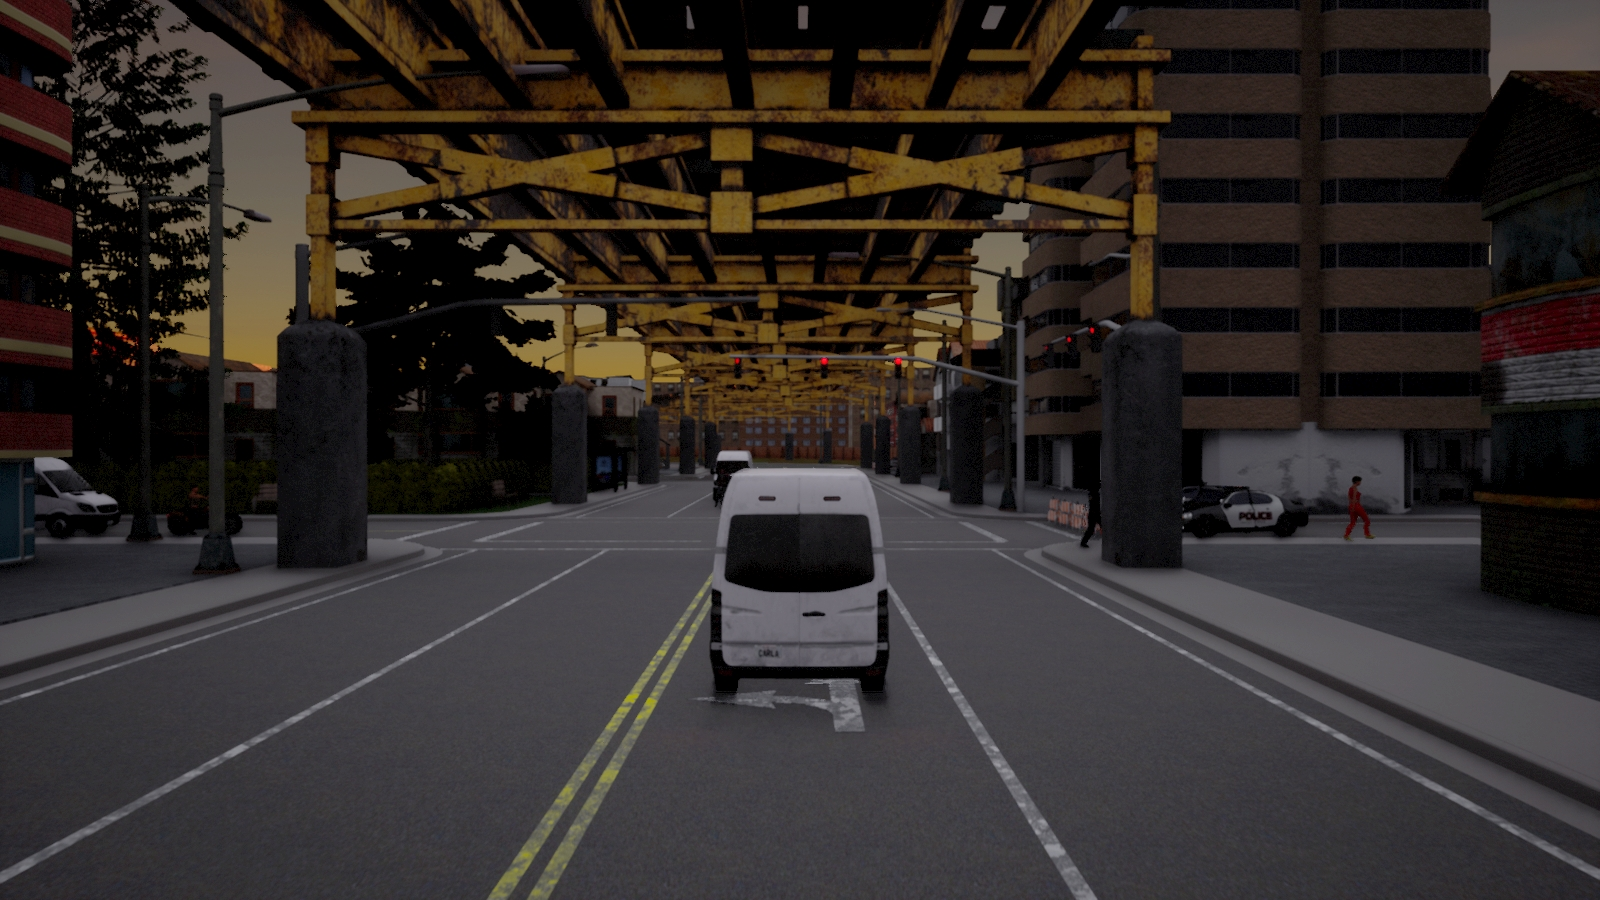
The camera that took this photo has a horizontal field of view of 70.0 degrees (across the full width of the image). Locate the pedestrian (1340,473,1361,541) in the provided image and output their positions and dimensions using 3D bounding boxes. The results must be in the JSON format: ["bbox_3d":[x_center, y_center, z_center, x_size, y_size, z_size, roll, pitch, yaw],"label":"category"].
[{"bbox_3d":[15.296,1.576,31.743,0.375,1.860,0.375,0,0,-3],"label":"pedestrian"}]

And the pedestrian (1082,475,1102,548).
[{"bbox_3d":[7.563,1.584,29.565,0.375,1.860,0.375,0,0,38],"label":"pedestrian"}]

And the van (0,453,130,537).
[{"bbox_3d":[-24.766,1.395,36.215,5.915,2.561,1.988,0,0,0],"label":"van"}]

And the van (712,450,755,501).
[{"bbox_3d":[-3.526,1.302,61.373,1.988,2.561,5.915,0,0,0],"label":"van"}]

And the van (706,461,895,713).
[{"bbox_3d":[0.002,1.473,14.975,1.988,2.561,5.915,0,0,0],"label":"van"}]

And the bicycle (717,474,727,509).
[{"bbox_3d":[-3.520,1.852,51.581,0.329,1.496,1.835,0,0,1],"label":"bicycle"}]

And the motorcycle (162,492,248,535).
[{"bbox_3d":[-18.833,2.003,36.194,2.356,1.332,0.764,0,0,0],"label":"motorcycle"}]
